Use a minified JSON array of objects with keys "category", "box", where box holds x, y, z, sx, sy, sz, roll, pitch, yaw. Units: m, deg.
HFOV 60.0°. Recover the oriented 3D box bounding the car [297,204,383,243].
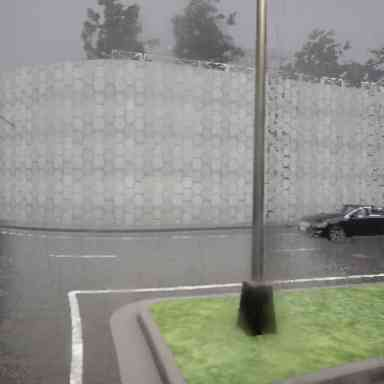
[{"category":"car","box":[7.069,1.308,14.680,4.902,1.511,2.128,0,1,-15]}]
